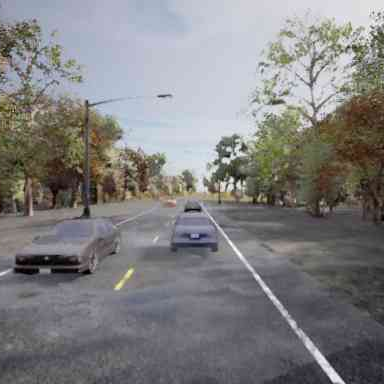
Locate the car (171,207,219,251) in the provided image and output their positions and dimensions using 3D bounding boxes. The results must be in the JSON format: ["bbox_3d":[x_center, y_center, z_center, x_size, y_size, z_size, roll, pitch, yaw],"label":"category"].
[{"bbox_3d":[0.101,1.598,14.246,2.033,1.411,5.357,0,0,0],"label":"car"}]

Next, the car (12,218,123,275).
[{"bbox_3d":[-3.602,1.573,10.823,2.033,1.411,5.357,0,0,0],"label":"car"}]

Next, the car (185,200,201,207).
[{"bbox_3d":[0.102,1.677,39.947,1.994,1.385,4.181,0,0,0],"label":"car"}]

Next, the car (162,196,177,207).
[{"bbox_3d":[-3.550,1.480,53.122,2.097,1.767,4.553,0,0,1],"label":"car"}]
